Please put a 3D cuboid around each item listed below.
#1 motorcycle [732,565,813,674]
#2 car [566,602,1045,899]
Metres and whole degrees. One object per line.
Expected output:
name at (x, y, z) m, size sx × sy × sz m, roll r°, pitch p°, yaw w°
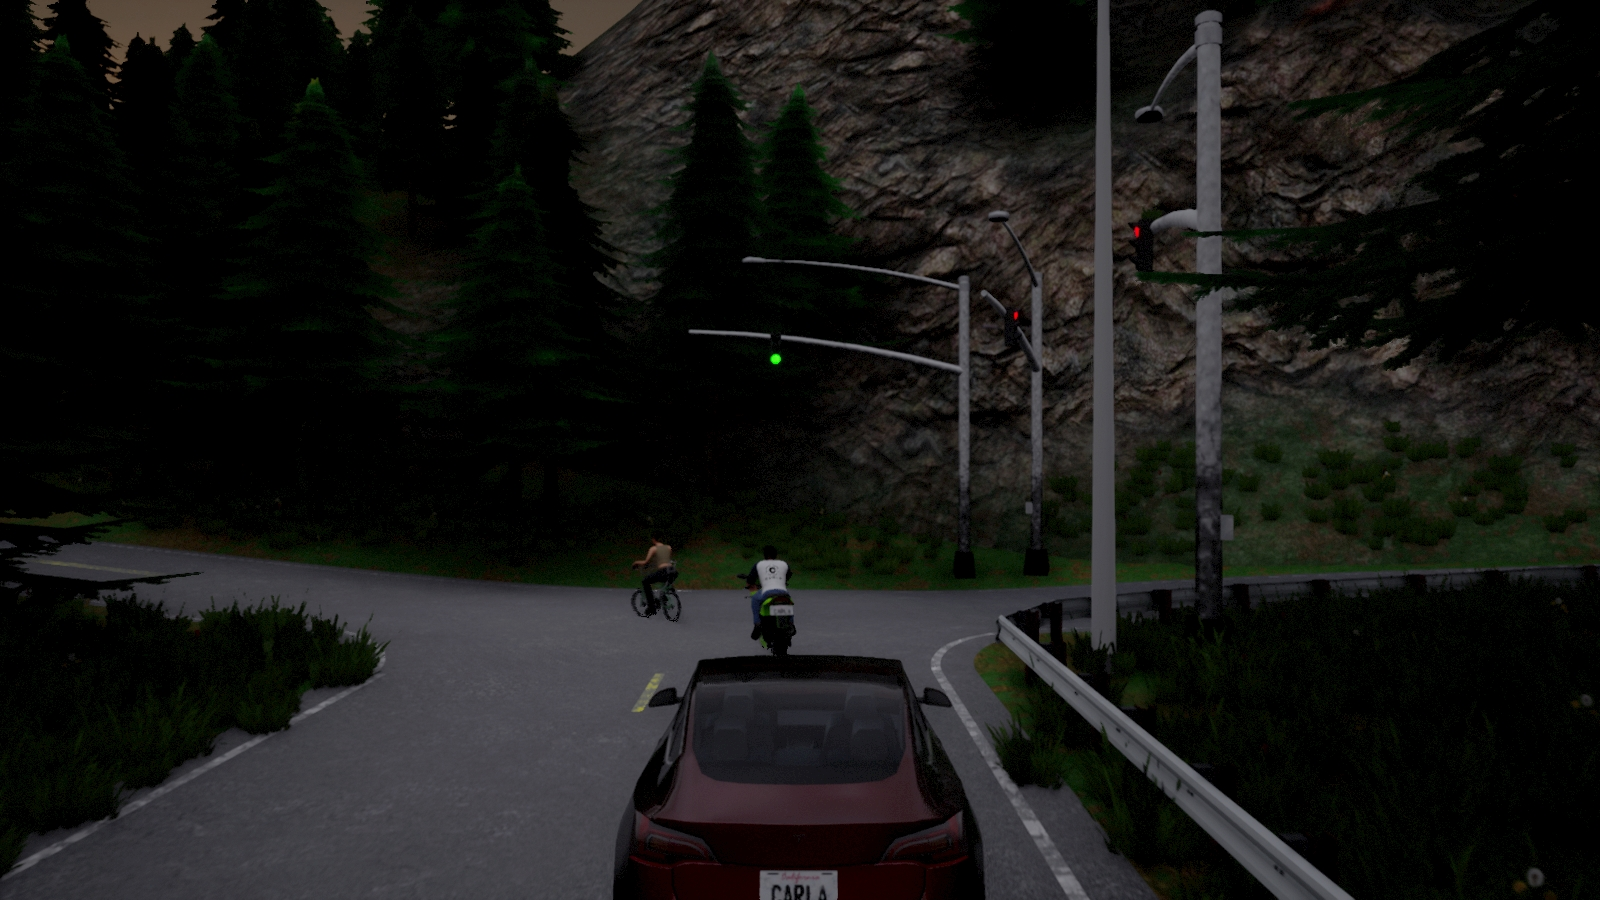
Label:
motorcycle at (-0.405, 2.225, 15.378) m, size 0.803 × 1.145 × 2.033 m, roll -1°, pitch 0°, yaw -10°
car at (0.029, 2.069, 7.558) m, size 2.163 × 1.488 × 4.792 m, roll 0°, pitch 0°, yaw 0°
